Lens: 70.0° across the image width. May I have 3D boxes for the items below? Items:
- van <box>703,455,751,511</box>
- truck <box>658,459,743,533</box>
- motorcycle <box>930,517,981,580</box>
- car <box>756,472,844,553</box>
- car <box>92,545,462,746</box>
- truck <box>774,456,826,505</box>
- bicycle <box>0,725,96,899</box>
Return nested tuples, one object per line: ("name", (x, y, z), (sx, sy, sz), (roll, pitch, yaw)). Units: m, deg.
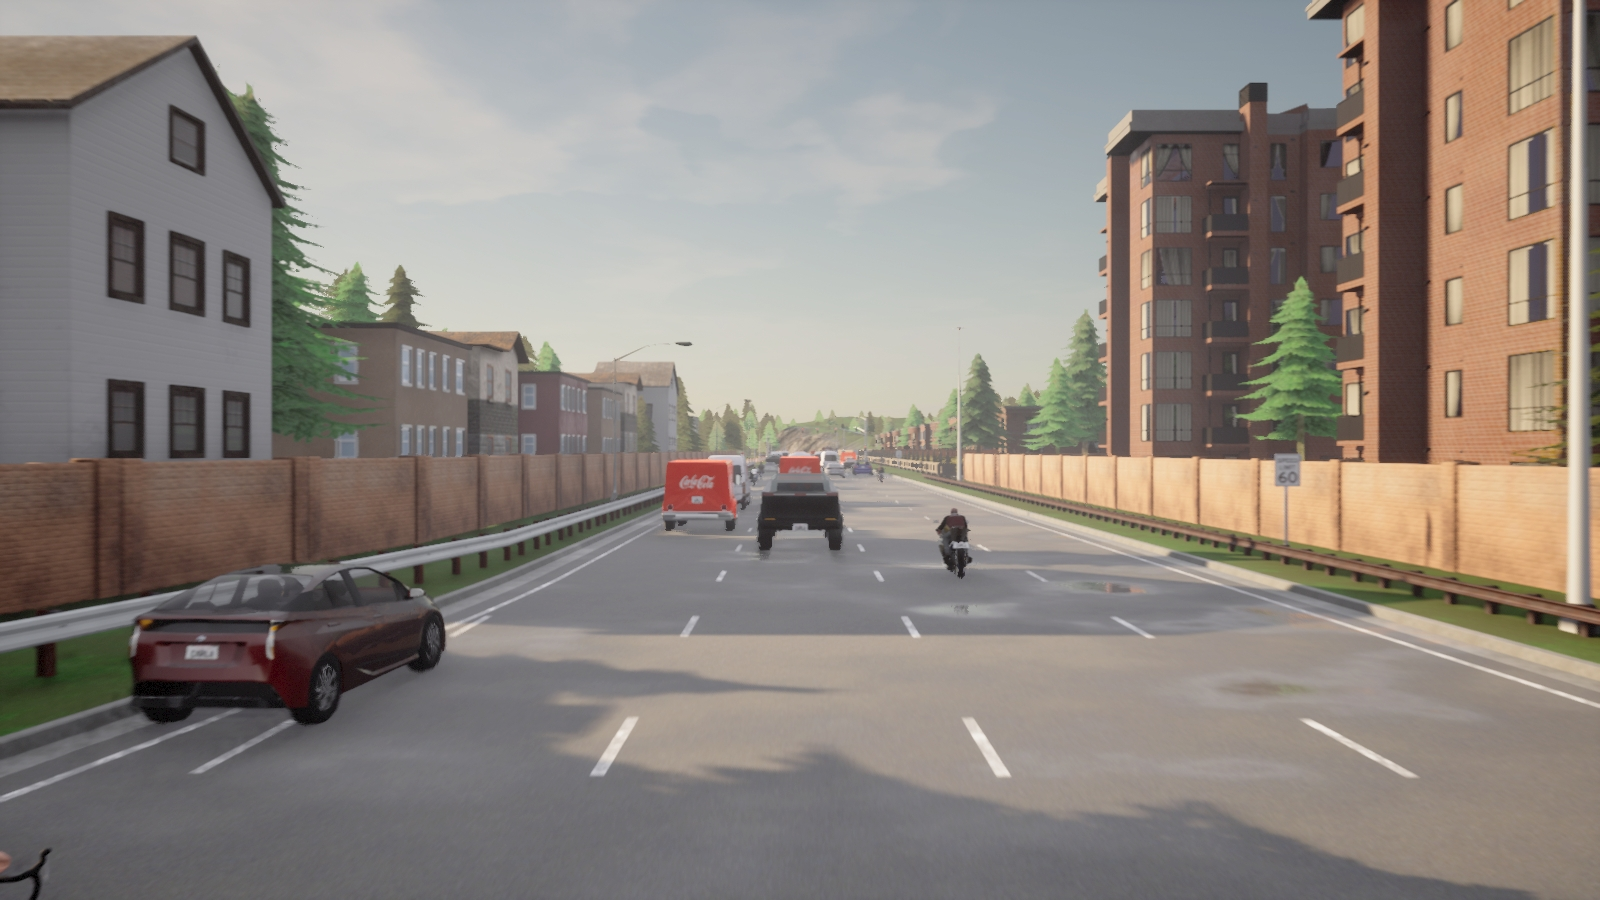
("van", (-3.501, 1.535, 56.036), (1.988, 2.561, 5.915), (0, 0, 0))
("truck", (-3.491, 1.571, 41.242), (2.627, 2.467, 5.204), (0, 0, 0))
("motorcycle", (3.505, 2.205, 25.903), (0.867, 1.251, 2.209), (0, 0, 0))
("car", (0.009, 1.754, 34.245), (2.390, 2.098, 6.274), (0, 0, 0))
("car", (-5.652, 2.040, 13.123), (2.007, 1.525, 4.514), (0, 0, 3))
("truck", (0.005, 1.568, 61.223), (2.627, 2.467, 5.204), (0, 0, 0))
("bicycle", (-3.550, 2.056, 4.619), (0.373, 1.496, 1.643), (0, 0, 1))
